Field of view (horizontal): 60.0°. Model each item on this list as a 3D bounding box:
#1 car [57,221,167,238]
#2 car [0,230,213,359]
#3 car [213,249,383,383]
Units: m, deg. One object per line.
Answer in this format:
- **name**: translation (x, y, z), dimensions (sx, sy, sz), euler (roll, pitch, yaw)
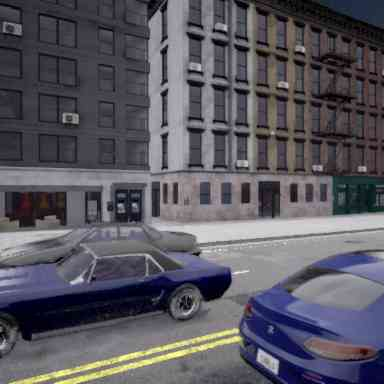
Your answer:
- **car**: translation (-2.358, 1.546, 9.242), dimensions (5.357, 1.411, 2.033), euler (0, 0, -29)
- **car**: translation (-1.715, 1.600, 5.890), dimensions (4.718, 1.301, 1.895), euler (0, 0, -29)
- **car**: translation (2.775, 1.525, 4.407), dimensions (4.674, 1.442, 1.812), euler (0, 0, -28)
